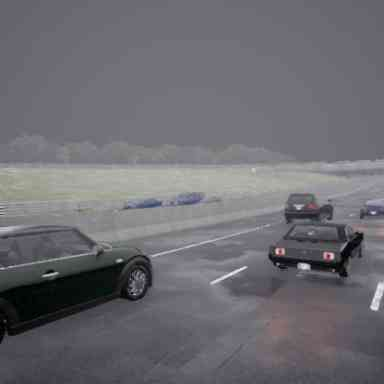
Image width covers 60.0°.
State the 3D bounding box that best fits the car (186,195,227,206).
[{"bbox_3d":[1.840,1.298,32.582,1.837,1.490,4.892,0,1,34],"label":"car"}]

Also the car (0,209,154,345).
[{"bbox_3d":[-2.761,1.382,6.257,2.097,1.767,4.553,0,0,34],"label":"car"}]

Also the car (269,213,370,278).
[{"bbox_3d":[4.048,1.560,10.200,1.895,1.301,4.718,0,0,34],"label":"car"}]

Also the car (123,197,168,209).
[{"bbox_3d":[-5.066,1.359,34.832,1.882,1.535,5.008,0,1,34],"label":"car"}]

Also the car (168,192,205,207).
[{"bbox_3d":[-0.498,1.016,35.395,2.150,2.045,5.566,0,1,34],"label":"car"}]

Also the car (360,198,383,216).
[{"bbox_3d":[13.896,1.212,25.077,1.812,1.442,4.674,0,1,34],"label":"car"}]

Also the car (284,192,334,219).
[{"bbox_3d":[8.024,1.038,22.531,2.150,2.045,5.566,0,1,34],"label":"car"}]
